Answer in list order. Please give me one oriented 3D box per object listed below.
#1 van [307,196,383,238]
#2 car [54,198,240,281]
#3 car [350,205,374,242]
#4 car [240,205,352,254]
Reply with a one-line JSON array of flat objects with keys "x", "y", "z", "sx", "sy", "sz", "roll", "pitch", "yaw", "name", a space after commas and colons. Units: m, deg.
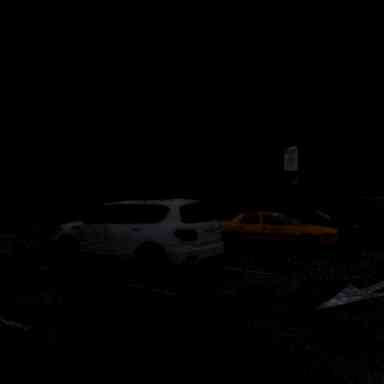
[{"x": 7.839, "y": 1.205, "z": 17.234, "sx": 4.442, "sy": 1.987, "sz": 1.878, "roll": -1, "pitch": 0, "yaw": 33, "name": "van"}, {"x": -1.725, "y": 1.233, "z": 9.998, "sx": 5.566, "sy": 2.045, "sz": 2.435, "roll": -1, "pitch": 0, "yaw": 33, "name": "car"}, {"x": 5.530, "y": 1.482, "z": 15.384, "sx": 4.674, "sy": 1.452, "sz": 2.002, "roll": -1, "pitch": -1, "yaw": 33, "name": "car"}, {"x": 3.279, "y": 1.450, "z": 13.483, "sx": 5.366, "sy": 1.575, "sz": 1.946, "roll": -1, "pitch": -1, "yaw": 33, "name": "car"}]
